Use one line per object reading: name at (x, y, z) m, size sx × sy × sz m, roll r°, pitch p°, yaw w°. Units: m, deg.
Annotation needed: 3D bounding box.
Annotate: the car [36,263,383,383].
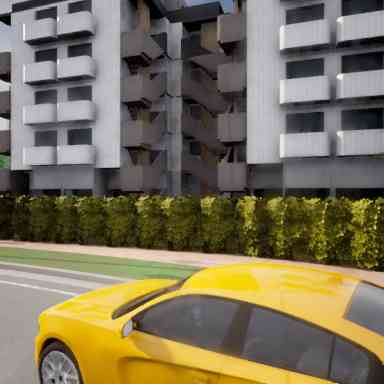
car at (0.509, 1.478, 3.246) m, size 5.008 × 1.535 × 1.882 m, roll 0°, pitch 0°, yaw 33°
